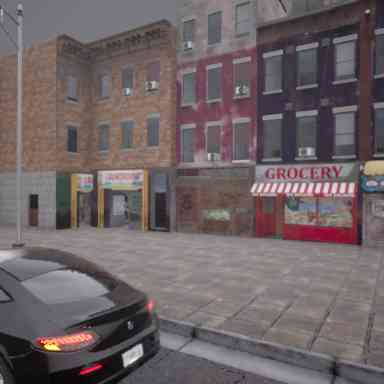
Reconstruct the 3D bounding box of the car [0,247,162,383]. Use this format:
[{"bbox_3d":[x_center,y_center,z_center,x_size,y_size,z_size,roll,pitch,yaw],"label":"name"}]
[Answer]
[{"bbox_3d":[-2.583,1.526,4.651,4.674,1.442,1.812,0,0,31],"label":"car"}]
